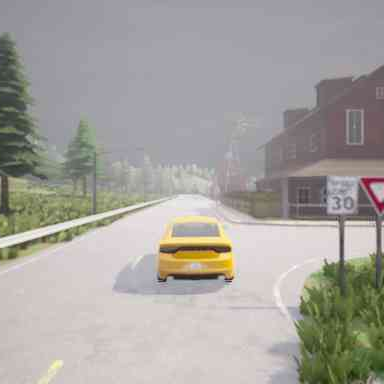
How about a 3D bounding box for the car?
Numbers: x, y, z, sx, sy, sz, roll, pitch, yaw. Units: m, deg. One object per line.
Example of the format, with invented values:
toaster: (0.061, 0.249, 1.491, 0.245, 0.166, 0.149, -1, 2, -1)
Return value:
car: (0.085, 1.447, 9.783, 1.882, 1.535, 5.008, -1, 1, 0)
